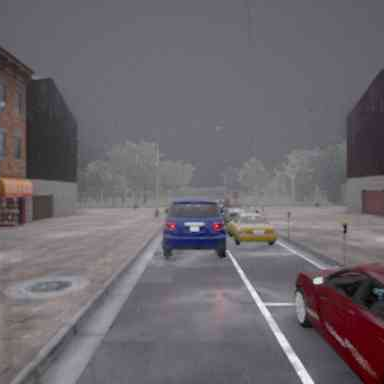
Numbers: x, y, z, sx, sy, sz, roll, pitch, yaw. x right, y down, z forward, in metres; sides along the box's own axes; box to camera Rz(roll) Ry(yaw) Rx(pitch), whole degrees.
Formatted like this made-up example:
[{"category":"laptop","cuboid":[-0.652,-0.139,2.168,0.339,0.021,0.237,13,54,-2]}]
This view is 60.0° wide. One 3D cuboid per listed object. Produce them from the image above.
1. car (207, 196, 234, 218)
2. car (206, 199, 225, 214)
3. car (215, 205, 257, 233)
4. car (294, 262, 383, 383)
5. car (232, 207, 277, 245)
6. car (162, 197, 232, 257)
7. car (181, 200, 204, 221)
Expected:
[{"category":"car","cuboid":[2.621,1.374,31.857,2.192,1.841,5.009,0,0,0]},{"category":"car","cuboid":[2.619,1.598,37.572,1.752,1.417,4.829,0,0,0]},{"category":"car","cuboid":[2.627,1.583,20.765,2.008,1.369,4.403,0,0,0]},{"category":"car","cuboid":[2.636,1.549,4.130,1.887,1.381,4.507,0,0,0]},{"category":"car","cuboid":[2.630,1.544,15.391,1.752,1.417,4.829,0,0,0]},{"category":"car","cuboid":[0.083,1.238,13.067,2.150,2.045,5.566,0,0,0]},{"category":"car","cuboid":[0.077,1.530,29.043,1.882,1.535,5.008,0,0,0]}]
